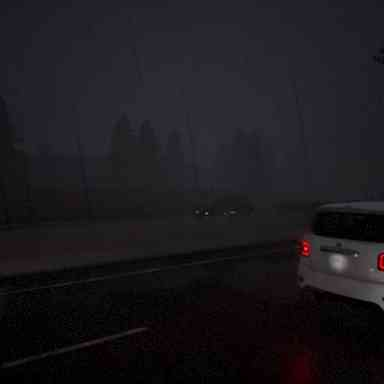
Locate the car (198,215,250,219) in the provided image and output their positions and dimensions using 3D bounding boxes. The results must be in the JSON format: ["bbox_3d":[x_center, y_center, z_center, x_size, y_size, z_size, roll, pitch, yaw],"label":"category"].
[{"bbox_3d":[2.659,1.175,27.355,5.566,2.045,2.150,0,0,-35],"label":"car"}]

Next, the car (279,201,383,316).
[{"bbox_3d":[4.588,1.202,7.016,5.566,2.045,2.150,0,0,-35],"label":"car"}]

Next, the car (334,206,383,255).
[{"bbox_3d":[8.221,1.440,13.903,5.008,1.535,1.882,0,0,-35],"label":"car"}]
